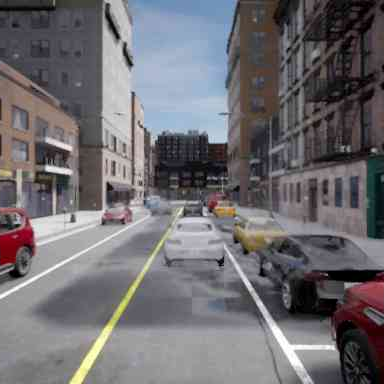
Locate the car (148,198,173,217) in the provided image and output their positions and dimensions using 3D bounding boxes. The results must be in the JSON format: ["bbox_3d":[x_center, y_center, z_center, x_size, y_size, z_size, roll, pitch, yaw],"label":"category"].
[{"bbox_3d":[-2.856,1.606,32.497,1.812,1.442,4.674,0,0,0],"label":"car"}]

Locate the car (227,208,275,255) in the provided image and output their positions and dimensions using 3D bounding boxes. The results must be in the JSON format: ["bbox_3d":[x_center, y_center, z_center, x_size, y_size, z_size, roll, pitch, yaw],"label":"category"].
[{"bbox_3d":[2.634,1.558,13.328,1.752,1.417,4.829,0,0,0],"label":"car"}]

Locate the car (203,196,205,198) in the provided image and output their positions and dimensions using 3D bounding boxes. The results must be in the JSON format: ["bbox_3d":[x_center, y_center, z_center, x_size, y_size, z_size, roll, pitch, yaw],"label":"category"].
[{"bbox_3d":[2.625,1.698,52.791,1.947,1.339,4.313,0,0,0],"label":"car"}]

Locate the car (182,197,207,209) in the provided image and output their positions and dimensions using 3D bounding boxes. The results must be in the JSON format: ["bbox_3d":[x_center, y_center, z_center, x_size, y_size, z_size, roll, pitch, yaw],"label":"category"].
[{"bbox_3d":[0.088,1.573,33.252,2.128,1.511,4.902,0,0,0],"label":"car"}]

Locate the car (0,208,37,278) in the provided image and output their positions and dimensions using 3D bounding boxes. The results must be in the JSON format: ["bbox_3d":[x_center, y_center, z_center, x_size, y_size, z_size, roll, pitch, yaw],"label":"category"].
[{"bbox_3d":[-5.390,1.334,7.495,2.192,1.841,5.009,0,0,0],"label":"car"}]

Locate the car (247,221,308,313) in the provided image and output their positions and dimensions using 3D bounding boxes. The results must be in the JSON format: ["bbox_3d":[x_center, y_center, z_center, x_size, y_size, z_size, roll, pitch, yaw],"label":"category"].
[{"bbox_3d":[2.636,1.585,7.496,1.947,1.339,4.313,0,0,0],"label":"car"}]

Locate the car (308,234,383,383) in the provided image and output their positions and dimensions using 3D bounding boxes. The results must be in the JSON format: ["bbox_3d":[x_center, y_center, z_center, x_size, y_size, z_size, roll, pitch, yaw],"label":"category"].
[{"bbox_3d":[2.637,1.320,1.835,2.192,1.841,5.009,0,0,0],"label":"car"}]

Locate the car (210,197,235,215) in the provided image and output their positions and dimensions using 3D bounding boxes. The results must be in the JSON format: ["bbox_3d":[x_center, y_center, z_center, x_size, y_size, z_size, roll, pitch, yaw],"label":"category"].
[{"bbox_3d":[3.017,1.534,31.369,1.801,1.575,5.366,0,0,0],"label":"car"}]

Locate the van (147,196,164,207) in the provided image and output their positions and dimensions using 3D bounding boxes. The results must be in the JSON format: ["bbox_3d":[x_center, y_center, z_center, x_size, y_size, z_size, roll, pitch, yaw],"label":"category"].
[{"bbox_3d":[-5.398,1.458,47.128,1.690,1.788,3.998,0,0,0],"label":"van"}]

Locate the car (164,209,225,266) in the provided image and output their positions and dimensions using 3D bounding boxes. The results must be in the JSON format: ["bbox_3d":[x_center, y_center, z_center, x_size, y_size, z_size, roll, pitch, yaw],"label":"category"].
[{"bbox_3d":[0.083,1.554,11.559,1.812,1.442,4.674,0,0,0],"label":"car"}]

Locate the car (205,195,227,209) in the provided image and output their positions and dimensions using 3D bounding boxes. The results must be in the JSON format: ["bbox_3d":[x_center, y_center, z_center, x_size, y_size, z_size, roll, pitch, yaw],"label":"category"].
[{"bbox_3d":[2.972,1.315,38.210,2.150,2.045,5.566,0,0,0],"label":"car"}]

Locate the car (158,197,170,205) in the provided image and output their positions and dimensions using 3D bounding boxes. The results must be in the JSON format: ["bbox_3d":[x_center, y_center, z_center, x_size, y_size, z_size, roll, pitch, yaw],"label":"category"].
[{"bbox_3d":[-5.402,1.727,64.113,1.947,1.339,4.313,0,0,0],"label":"car"}]

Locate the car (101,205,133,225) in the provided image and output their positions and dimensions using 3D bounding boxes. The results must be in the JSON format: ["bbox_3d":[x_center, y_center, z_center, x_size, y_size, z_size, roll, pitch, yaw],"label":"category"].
[{"bbox_3d":[-5.393,1.642,24.481,1.802,1.307,4.206,0,0,0],"label":"car"}]
